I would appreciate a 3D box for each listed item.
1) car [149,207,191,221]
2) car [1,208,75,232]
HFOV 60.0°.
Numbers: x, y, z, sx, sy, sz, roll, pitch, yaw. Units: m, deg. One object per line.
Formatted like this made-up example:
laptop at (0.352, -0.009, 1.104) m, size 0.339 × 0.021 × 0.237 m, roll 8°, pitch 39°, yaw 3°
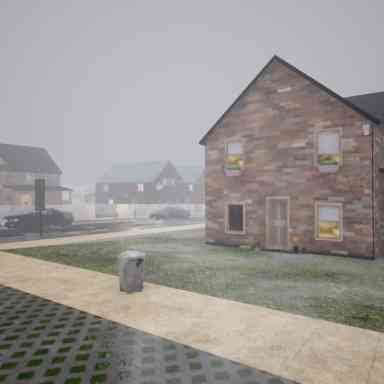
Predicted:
car at (-2.195, 2.266, 35.269) m, size 2.033 × 1.411 × 5.357 m, roll 0°, pitch -2°, yaw 35°
car at (-10.633, 1.848, 23.248) m, size 2.128 × 1.511 × 4.902 m, roll 0°, pitch -2°, yaw 35°
